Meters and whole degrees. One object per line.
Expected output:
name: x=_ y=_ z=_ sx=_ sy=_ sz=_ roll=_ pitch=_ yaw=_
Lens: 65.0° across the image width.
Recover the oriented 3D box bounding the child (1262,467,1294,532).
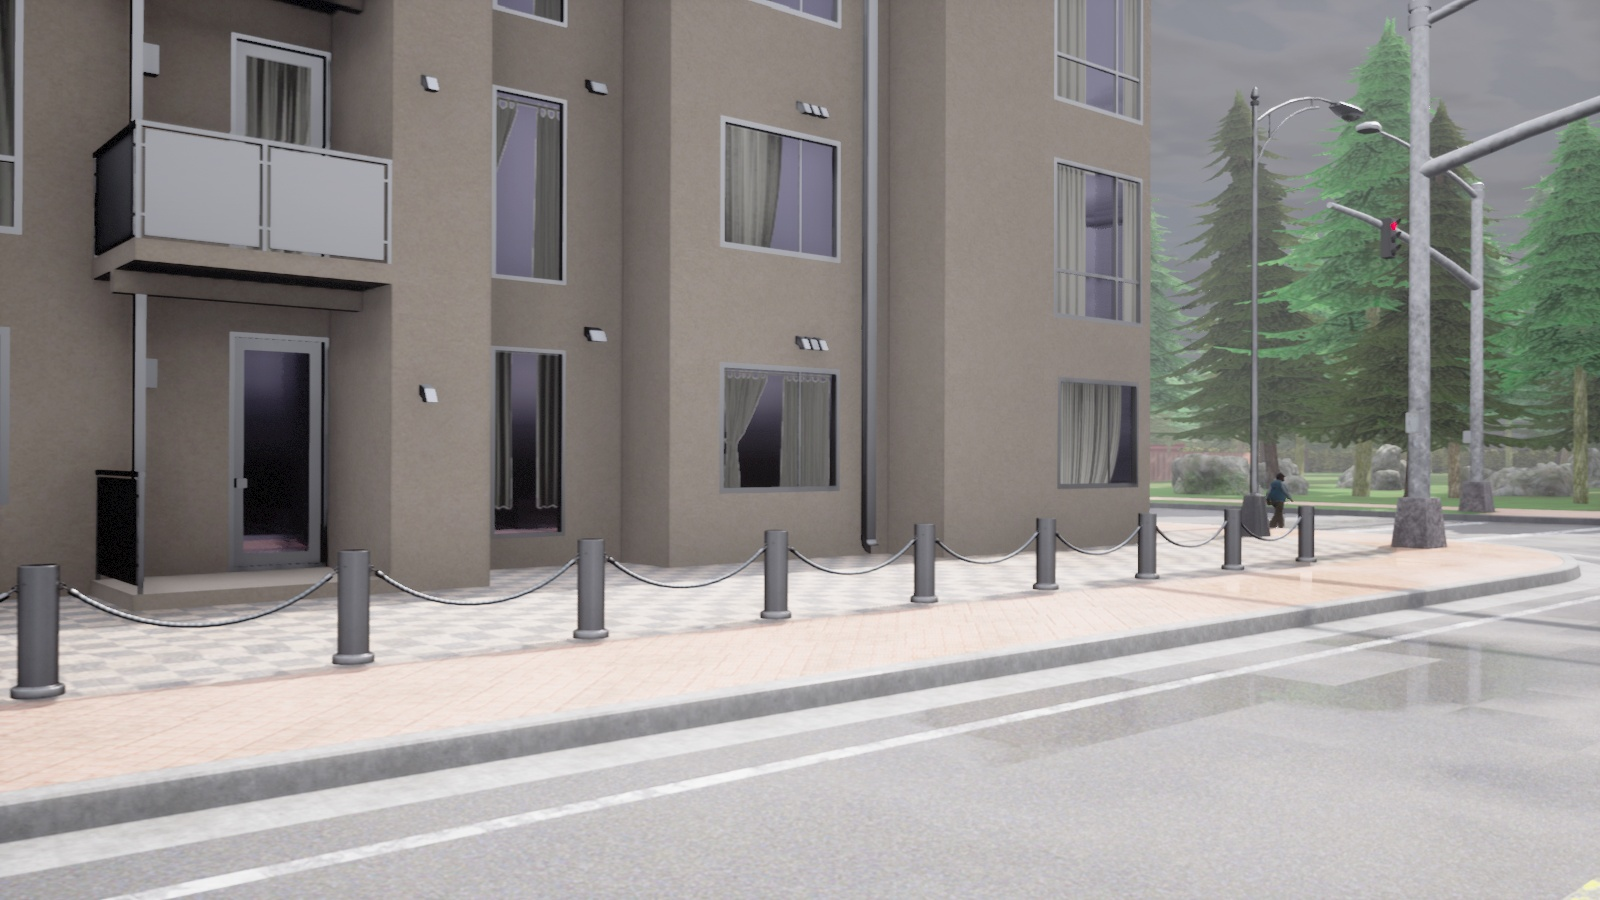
child: x=8.915 y=0.916 z=23.439 sx=0.448 sy=1.192 sz=0.343 roll=0 pitch=0 yaw=-24
